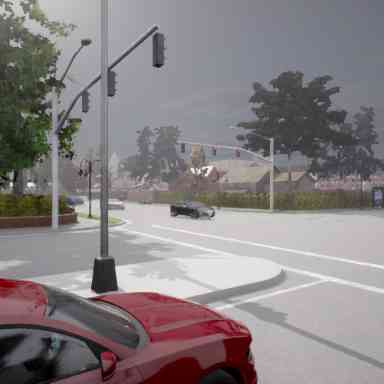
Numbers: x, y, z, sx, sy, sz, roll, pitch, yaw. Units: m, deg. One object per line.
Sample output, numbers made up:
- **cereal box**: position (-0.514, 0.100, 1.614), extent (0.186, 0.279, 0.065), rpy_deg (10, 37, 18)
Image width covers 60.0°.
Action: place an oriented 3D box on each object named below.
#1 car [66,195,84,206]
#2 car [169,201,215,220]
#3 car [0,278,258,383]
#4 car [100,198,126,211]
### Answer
- **car**: position (-19.430, 1.353, 54.927), extent (2.097, 1.767, 4.553), rpy_deg (0, 0, -36)
- **car**: position (-0.040, 1.491, 28.354), extent (2.128, 1.511, 4.902), rpy_deg (0, 0, -38)
- **car**: position (-1.653, 1.478, 2.590), extent (5.008, 1.535, 1.882), rpy_deg (0, 0, -35)
- **car**: position (-10.097, 1.525, 42.021), extent (1.812, 1.442, 4.674), rpy_deg (0, 0, -36)
